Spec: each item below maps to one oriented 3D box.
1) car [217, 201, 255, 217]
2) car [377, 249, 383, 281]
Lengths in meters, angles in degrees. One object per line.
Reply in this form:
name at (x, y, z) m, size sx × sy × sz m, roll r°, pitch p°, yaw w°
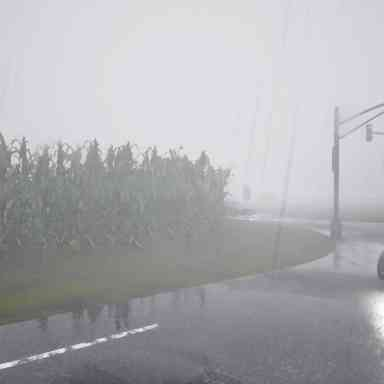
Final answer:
car at (3.620, 1.503, 30.800) m, size 2.033 × 1.411 × 5.357 m, roll 1°, pitch 0°, yaw -26°
car at (6.493, 1.528, 9.171) m, size 1.812 × 1.442 × 4.674 m, roll 1°, pitch 0°, yaw 37°
